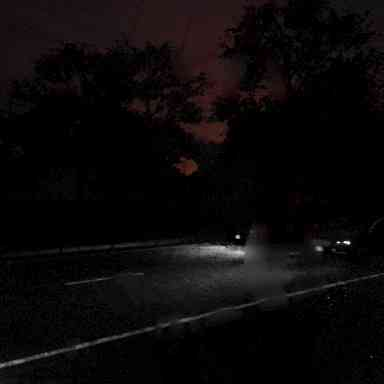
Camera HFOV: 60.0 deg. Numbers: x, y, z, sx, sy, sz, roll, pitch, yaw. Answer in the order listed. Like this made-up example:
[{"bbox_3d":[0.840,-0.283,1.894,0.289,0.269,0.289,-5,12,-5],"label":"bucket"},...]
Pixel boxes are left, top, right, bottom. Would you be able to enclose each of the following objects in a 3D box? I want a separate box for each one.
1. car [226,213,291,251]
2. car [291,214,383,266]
[{"bbox_3d":[3.557,1.636,14.423,4.181,1.385,1.994,1,0,-31],"label":"car"},{"bbox_3d":[6.177,1.576,11.925,4.902,1.511,2.128,1,0,-31],"label":"car"}]
